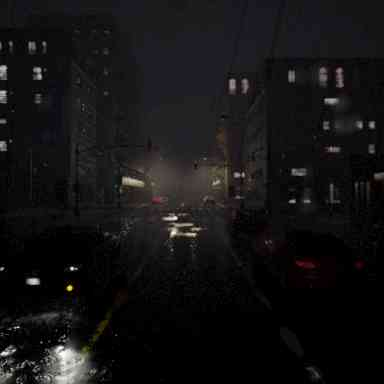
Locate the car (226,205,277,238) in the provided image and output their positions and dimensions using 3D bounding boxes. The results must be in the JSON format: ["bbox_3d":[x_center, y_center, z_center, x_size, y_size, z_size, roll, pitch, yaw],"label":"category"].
[{"bbox_3d":[2.829,1.529,17.521,1.887,1.381,4.507,0,0,0],"label":"car"}]

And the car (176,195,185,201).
[{"bbox_3d":[-2.989,1.486,85.886,2.033,1.411,5.357,0,0,0],"label":"car"}]

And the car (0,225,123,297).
[{"bbox_3d":[-3.092,1.556,8.465,1.994,1.385,4.181,0,0,0],"label":"car"}]

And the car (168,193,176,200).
[{"bbox_3d":[-5.670,1.280,94.641,2.192,1.841,5.009,0,0,0],"label":"car"}]

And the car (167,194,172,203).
[{"bbox_3d":[-5.675,1.514,66.318,2.008,1.369,4.403,0,0,0],"label":"car"}]

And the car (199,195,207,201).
[{"bbox_3d":[2.707,1.507,83.312,1.887,1.381,4.507,0,0,0],"label":"car"}]

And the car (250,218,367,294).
[{"bbox_3d":[2.828,1.574,8.520,1.802,1.307,4.206,0,0,0],"label":"car"}]

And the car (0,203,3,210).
[{"bbox_3d":[-19.992,1.137,30.860,4.507,1.381,1.887,1,-2,-1],"label":"car"}]

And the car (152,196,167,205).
[{"bbox_3d":[-5.767,1.509,56.215,1.887,1.381,4.507,0,0,0],"label":"car"}]

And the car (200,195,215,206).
[{"bbox_3d":[2.816,1.404,54.992,1.967,1.590,4.097,0,0,0],"label":"car"}]

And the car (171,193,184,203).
[{"bbox_3d":[-2.990,1.441,70.245,1.882,1.535,5.008,0,0,0],"label":"car"}]

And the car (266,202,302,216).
[{"bbox_3d":[8.996,1.727,33.878,4.181,1.385,1.994,1,0,-1],"label":"car"}]
